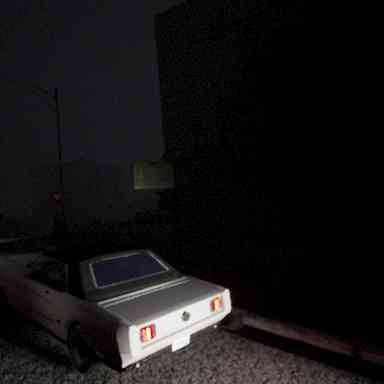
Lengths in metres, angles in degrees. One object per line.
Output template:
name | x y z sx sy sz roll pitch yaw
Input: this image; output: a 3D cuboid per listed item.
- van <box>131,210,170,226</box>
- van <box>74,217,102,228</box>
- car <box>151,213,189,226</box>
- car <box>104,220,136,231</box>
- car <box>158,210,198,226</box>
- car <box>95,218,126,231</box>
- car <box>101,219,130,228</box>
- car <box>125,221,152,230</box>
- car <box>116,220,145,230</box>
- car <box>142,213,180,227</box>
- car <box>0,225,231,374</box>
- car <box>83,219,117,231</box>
van | -5.306 3.402 43.157 4.442 1.987 1.878 -6 -7 23
van | -15.837 4.844 50.314 4.442 1.987 1.878 -6 -7 23
car | -3.189 4.068 48.325 5.008 1.535 2.097 -6 -7 22
car | -12.546 5.789 58.080 5.366 1.575 1.946 -6 -7 23
car | -2.152 4.058 50.868 5.566 2.045 2.435 -6 -7 23
car | -13.504 5.390 55.341 4.553 1.767 2.185 -6 -7 23
car | -10.917 4.834 49.820 1.895 1.301 4.718 -6 -7 23
car | -10.171 6.303 63.109 4.674 1.452 2.002 -6 -7 23
car | -11.247 6.045 60.548 4.792 1.488 2.163 -6 -7 23
car | -4.275 3.866 45.717 4.792 1.488 2.163 -6 -7 23
car | -1.779 1.530 5.603 4.718 1.301 1.895 1 2 42
car | -14.629 5.277 52.788 5.008 1.535 2.097 -6 -7 23
